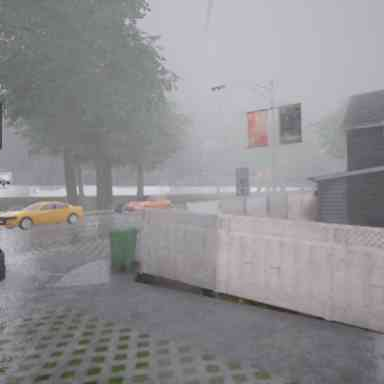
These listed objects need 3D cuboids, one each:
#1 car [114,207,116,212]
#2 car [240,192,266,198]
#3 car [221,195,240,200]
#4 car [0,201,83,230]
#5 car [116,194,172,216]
[{"bbox_3d":[-5.368,1.326,31.733,1.994,1.385,4.181,-2,0,35],"label":"car"},{"bbox_3d":[8.973,0.848,46.461,1.837,1.490,4.892,-2,-1,35],"label":"car"},{"bbox_3d":[6.013,1.034,47.902,1.895,1.301,4.718,-2,0,35],"label":"car"},{"bbox_3d":[-9.181,1.364,20.611,1.882,1.535,5.008,-2,0,35],"label":"car"},{"bbox_3d":[-3.776,1.069,28.359,2.097,1.767,4.553,-2,0,35],"label":"car"}]
